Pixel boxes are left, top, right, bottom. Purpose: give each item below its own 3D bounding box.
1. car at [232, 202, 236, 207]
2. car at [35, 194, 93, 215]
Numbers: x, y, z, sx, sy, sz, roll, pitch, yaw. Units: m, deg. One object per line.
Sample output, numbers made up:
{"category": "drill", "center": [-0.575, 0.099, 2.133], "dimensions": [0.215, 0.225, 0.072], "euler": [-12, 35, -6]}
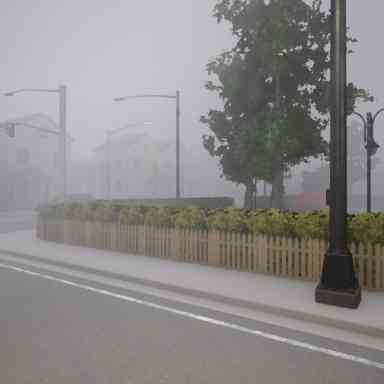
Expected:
{"category": "car", "center": [4.863, 1.564, 49.139], "dimensions": [1.994, 1.385, 4.181], "euler": [0, 0, 35]}
{"category": "car", "center": [-11.881, 1.222, 31.530], "dimensions": [2.150, 2.045, 5.566], "euler": [0, 0, 35]}
